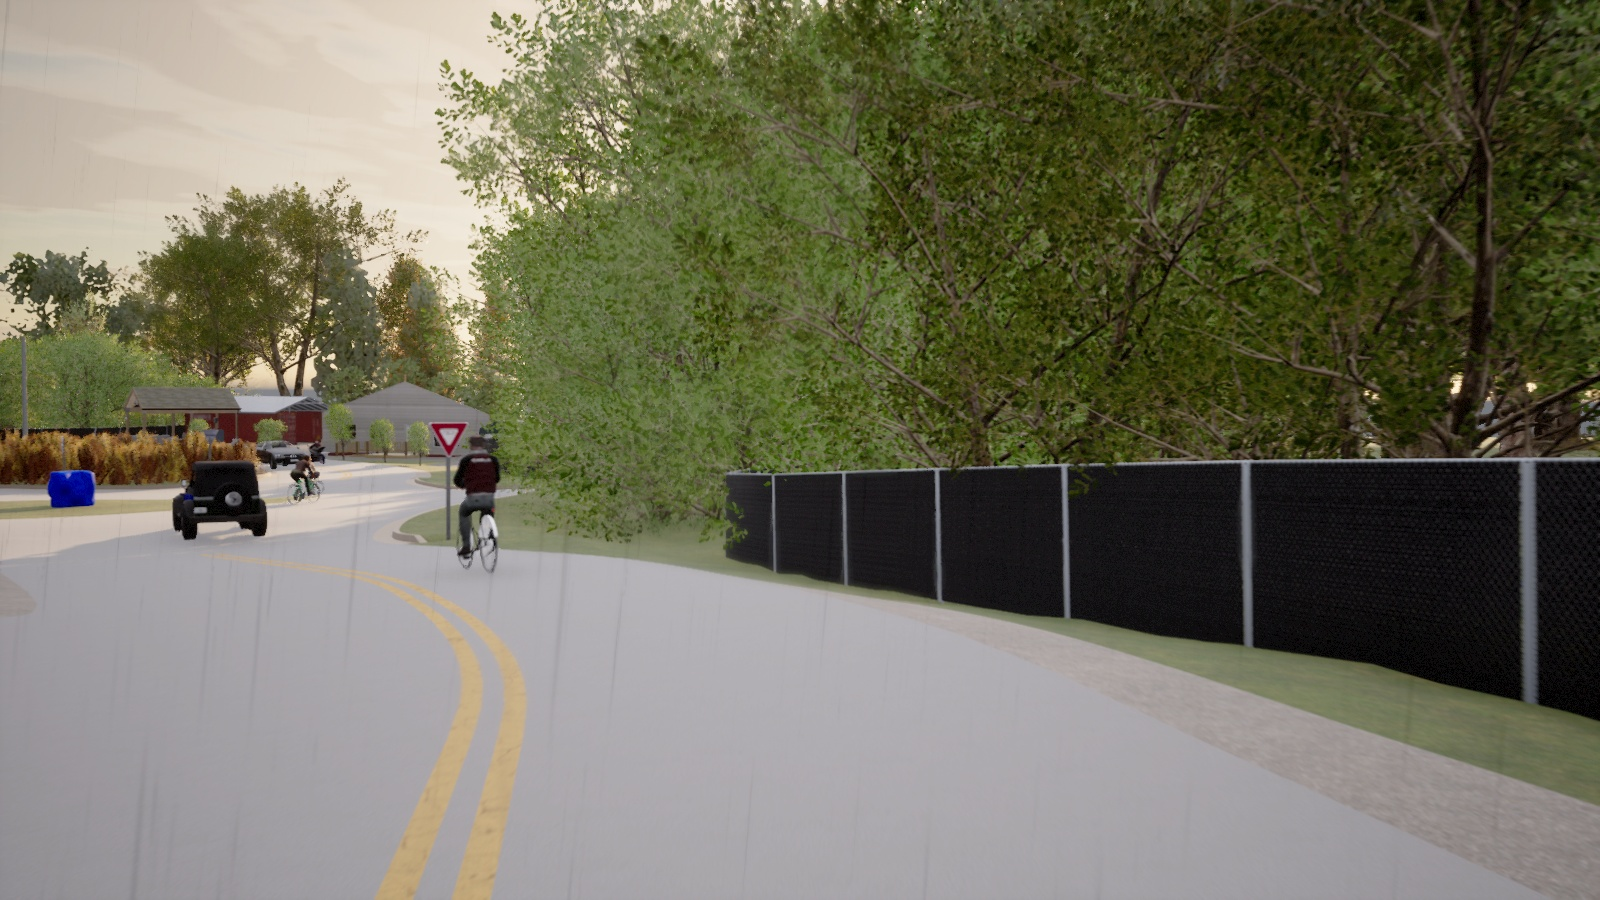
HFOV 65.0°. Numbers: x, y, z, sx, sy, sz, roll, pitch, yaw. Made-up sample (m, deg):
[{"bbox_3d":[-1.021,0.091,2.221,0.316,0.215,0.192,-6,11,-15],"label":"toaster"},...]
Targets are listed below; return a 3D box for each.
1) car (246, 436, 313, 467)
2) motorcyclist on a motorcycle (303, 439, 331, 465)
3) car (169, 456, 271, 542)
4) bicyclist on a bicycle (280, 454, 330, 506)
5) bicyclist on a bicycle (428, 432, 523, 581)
[{"bbox_3d":[-31.437,0.073,75.771,2.152,1.651,5.027,-2,3,-41],"label":"car"},{"bbox_3d":[-31.007,0.123,80.550,0.866,1.530,2.191,-3,4,-44],"label":"motorcyclist on a motorcycle"},{"bbox_3d":[-14.649,1.166,31.605,1.905,1.878,3.866,-1,2,-31],"label":"car"},{"bbox_3d":[-16.331,0.980,41.445,0.582,1.620,1.656,-2,1,16],"label":"bicyclist on a bicycle"},{"bbox_3d":[-4.158,0.692,15.998,0.659,1.776,1.843,-1,-1,-30],"label":"bicyclist on a bicycle"}]
